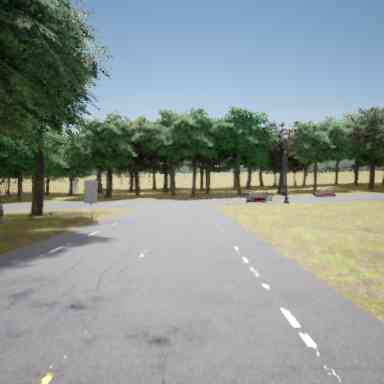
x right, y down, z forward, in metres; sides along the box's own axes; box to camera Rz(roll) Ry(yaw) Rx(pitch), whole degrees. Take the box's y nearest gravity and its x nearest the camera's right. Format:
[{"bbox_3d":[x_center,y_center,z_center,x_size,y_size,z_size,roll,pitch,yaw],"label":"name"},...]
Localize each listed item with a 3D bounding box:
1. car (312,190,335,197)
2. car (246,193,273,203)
[{"bbox_3d":[26.177,0.290,66.236,4.181,1.385,1.994,-2,3,0],"label":"car"},{"bbox_3d":[11.967,0.900,59.275,4.553,1.767,2.097,-2,3,0],"label":"car"}]
